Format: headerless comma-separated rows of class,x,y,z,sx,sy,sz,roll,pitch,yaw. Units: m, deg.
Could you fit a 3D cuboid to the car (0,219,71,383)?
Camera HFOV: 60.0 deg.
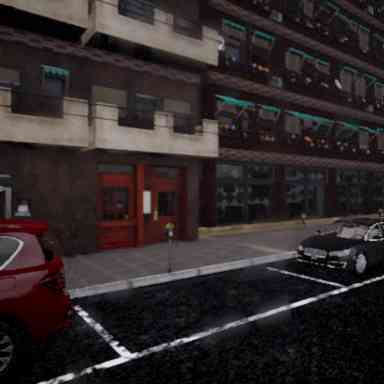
car,-3.975,1.321,3.720,5.009,1.841,2.192,0,0,-35

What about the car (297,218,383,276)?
car,5.044,1.508,10.154,4.403,1.369,2.008,0,0,-35
